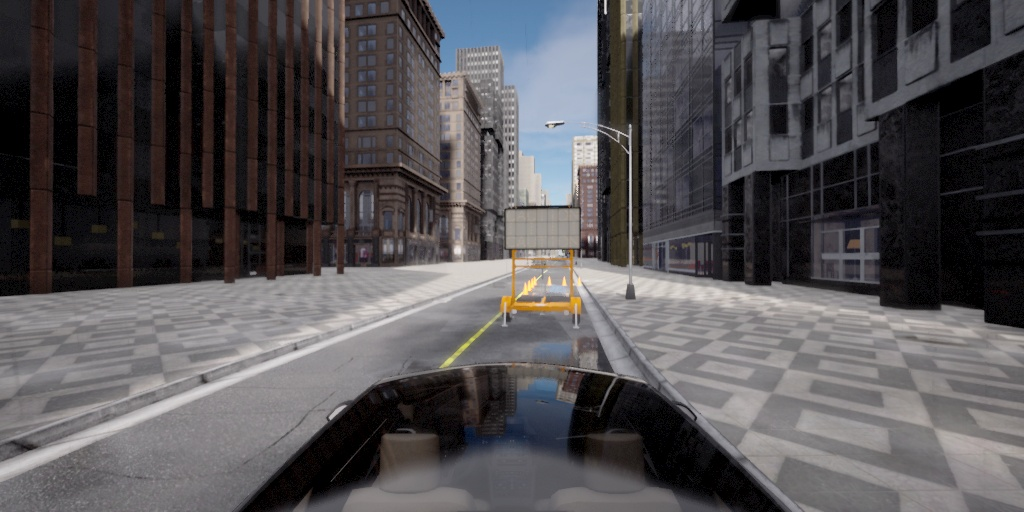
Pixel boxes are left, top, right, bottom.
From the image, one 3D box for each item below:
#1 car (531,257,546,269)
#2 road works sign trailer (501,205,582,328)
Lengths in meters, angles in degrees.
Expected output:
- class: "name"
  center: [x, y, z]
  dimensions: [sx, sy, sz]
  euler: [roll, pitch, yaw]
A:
- class: "car"
  center: [3.979, 0.988, 53.774]
  dimensions: [2.097, 1.767, 4.553]
  euler: [0, 0, 8]
- class: "road works sign trailer"
  center: [0.976, 0.207, 11.411]
  dimensions: [2.380, 3.560, 2.880]
  euler: [0, 0, 8]
